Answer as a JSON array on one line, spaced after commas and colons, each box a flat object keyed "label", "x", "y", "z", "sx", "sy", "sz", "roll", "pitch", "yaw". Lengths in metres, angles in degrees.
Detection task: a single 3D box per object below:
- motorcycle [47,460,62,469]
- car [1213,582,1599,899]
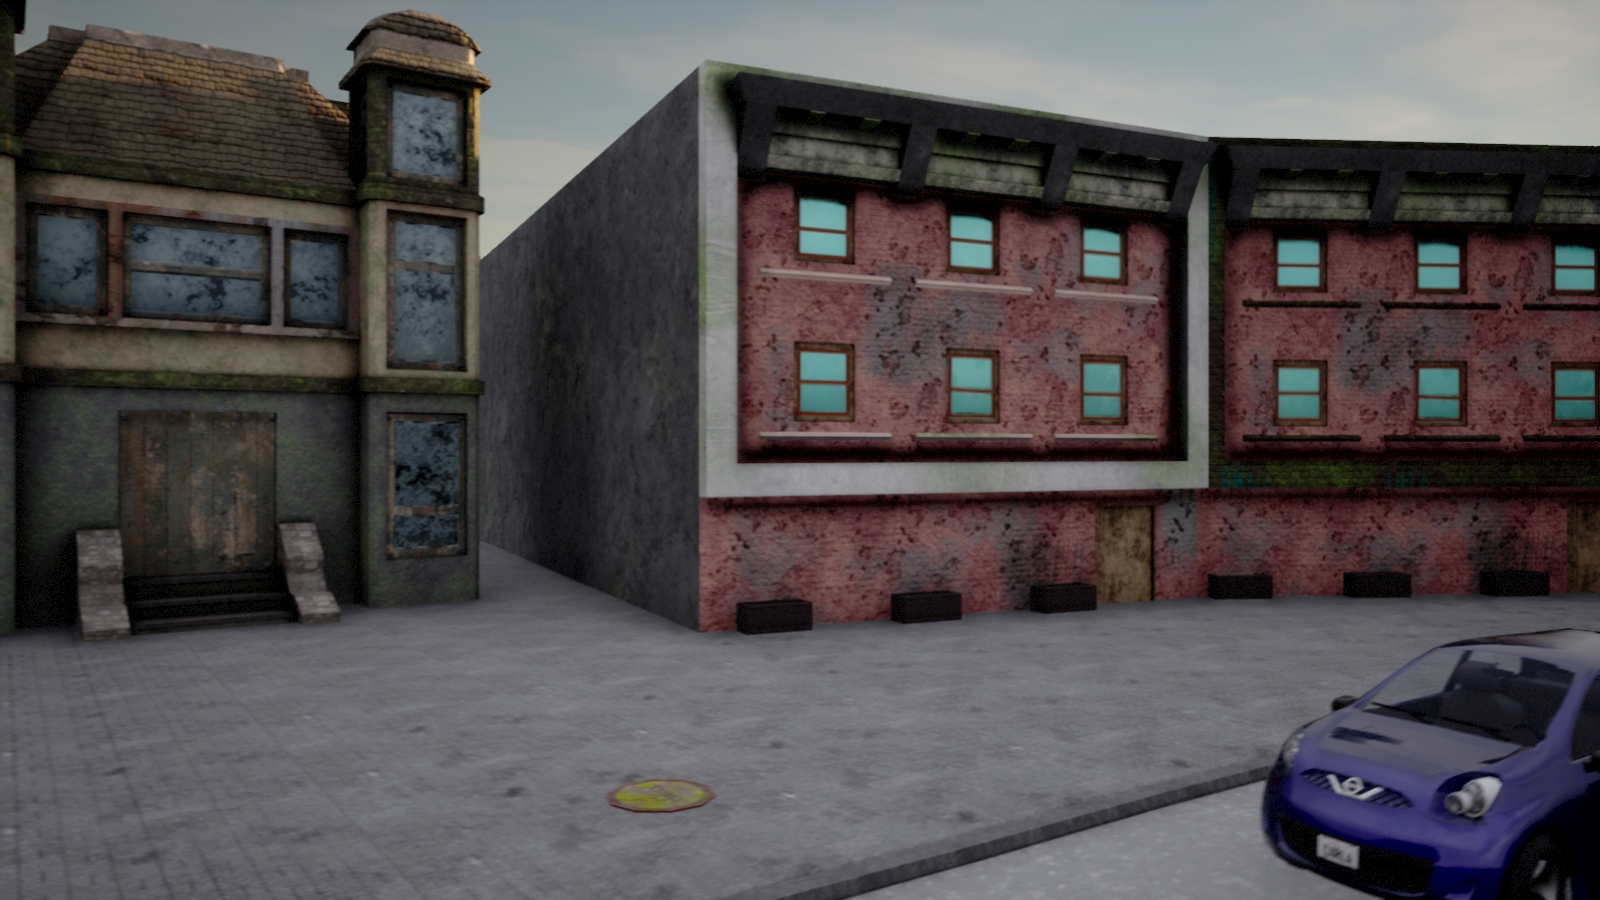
[{"label": "motorcycle", "x": -103.793, "y": 1.962, "z": 159.082, "sx": 1.805, "sy": 1.236, "sz": 0.856, "roll": 0, "pitch": 0, "yaw": -35}, {"label": "car", "x": 4.758, "y": 1.818, "z": 7.590, "sx": 3.633, "sy": 1.501, "sz": 1.845, "roll": 0, "pitch": 0, "yaw": -29}]
